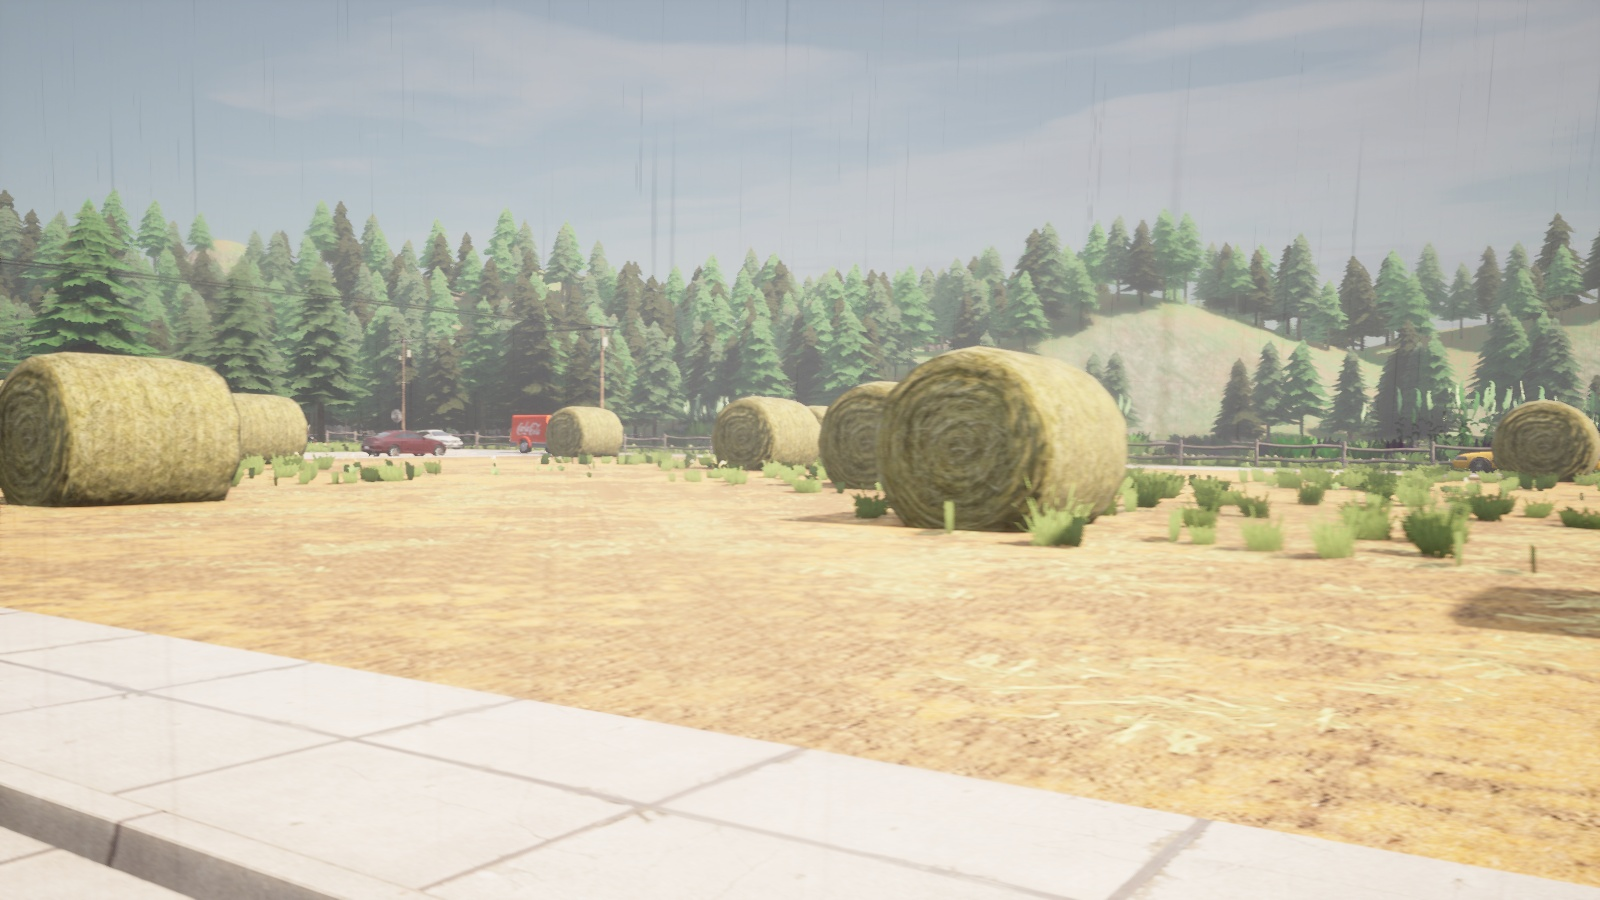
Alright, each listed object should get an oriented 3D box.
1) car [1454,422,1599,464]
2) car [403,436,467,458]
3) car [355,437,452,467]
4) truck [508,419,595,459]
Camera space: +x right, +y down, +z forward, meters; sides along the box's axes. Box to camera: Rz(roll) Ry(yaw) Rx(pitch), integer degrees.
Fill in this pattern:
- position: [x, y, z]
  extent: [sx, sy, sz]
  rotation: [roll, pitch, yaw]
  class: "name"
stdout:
- position: [29.236, -0.286, 50.038]
  extent: [5.366, 1.575, 1.801]
  rotation: [0, 1, 37]
  class: "car"
- position: [-25.422, -0.214, 87.455]
  extent: [4.674, 1.442, 1.812]
  rotation: [0, 1, 37]
  class: "car"
- position: [-20.627, 0.076, 65.540]
  extent: [1.812, 1.442, 4.674]
  rotation: [0, 1, 35]
  class: "car"
- position: [-15.850, -0.704, 80.120]
  extent: [5.204, 2.467, 2.627]
  rotation: [1, 1, 37]
  class: "truck"
